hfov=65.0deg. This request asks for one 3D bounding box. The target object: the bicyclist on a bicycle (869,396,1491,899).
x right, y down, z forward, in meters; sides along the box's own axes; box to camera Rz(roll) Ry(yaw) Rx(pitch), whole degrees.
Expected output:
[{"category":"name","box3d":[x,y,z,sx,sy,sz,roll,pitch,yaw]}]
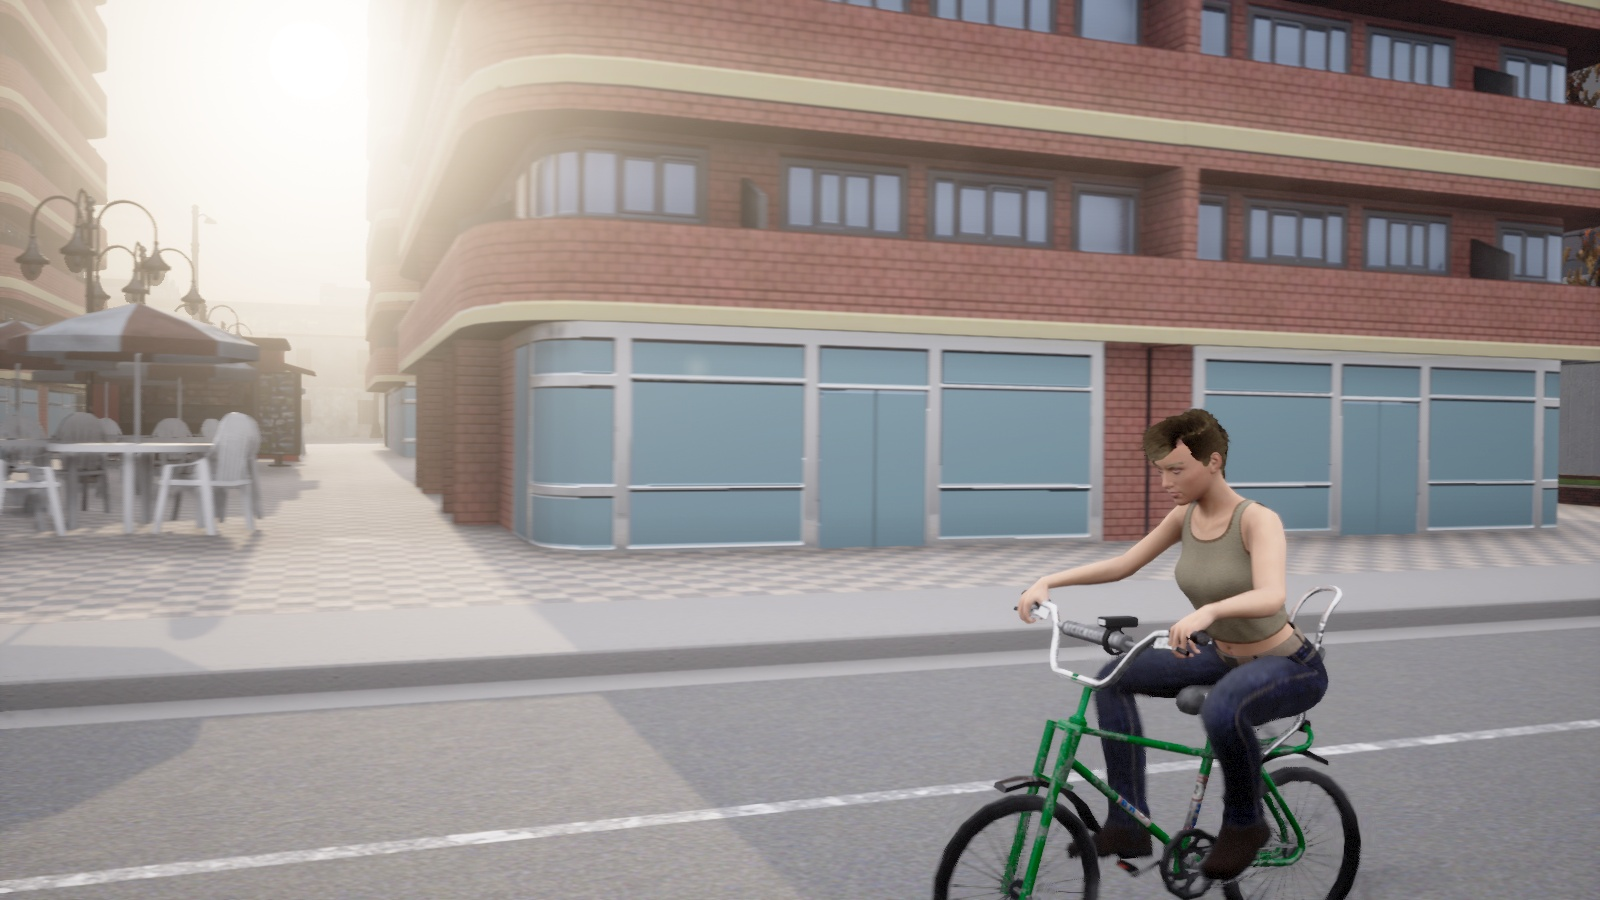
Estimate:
[{"category":"bicyclist on a bicycle","box3d":[1.075,0.663,3.652,1.509,1.612,0.866,-1,1,-21]}]
